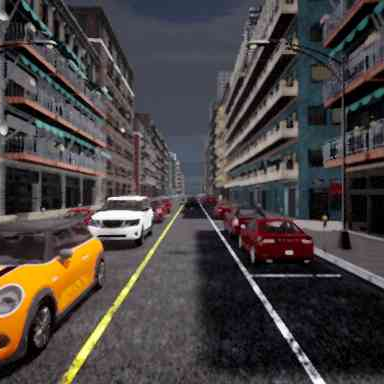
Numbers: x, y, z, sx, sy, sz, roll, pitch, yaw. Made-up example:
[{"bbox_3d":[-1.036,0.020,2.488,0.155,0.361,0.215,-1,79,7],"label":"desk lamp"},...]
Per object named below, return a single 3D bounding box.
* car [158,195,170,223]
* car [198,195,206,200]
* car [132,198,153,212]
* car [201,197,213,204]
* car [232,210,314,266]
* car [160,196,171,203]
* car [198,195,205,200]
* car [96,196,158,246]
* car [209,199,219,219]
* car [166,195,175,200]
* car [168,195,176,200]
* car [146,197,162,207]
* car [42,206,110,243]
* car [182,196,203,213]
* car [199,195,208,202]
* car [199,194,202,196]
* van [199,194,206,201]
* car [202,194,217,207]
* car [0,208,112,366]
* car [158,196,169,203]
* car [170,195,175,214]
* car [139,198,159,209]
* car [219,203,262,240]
[{"bbox_3d":[-3.106,1.338,25.528,2.097,1.767,4.553,0,0,0],"label":"car"},{"bbox_3d":[2.652,1.512,88.762,1.887,1.381,4.507,0,0,0],"label":"car"},{"bbox_3d":[-5.703,1.505,38.891,1.752,1.417,4.829,1,0,0],"label":"car"},{"bbox_3d":[2.666,1.538,61.145,1.947,1.339,4.313,1,0,0],"label":"car"},{"bbox_3d":[2.692,1.538,11.434,1.887,1.381,4.507,1,0,0],"label":"car"},{"bbox_3d":[-5.720,1.520,72.201,2.008,1.369,4.403,1,0,0],"label":"car"},{"bbox_3d":[2.649,1.512,94.286,1.887,1.381,4.507,0,0,0],"label":"car"},{"bbox_3d":[-3.107,1.212,15.667,2.150,2.045,5.566,0,0,0],"label":"car"},{"bbox_3d":[2.683,1.567,28.004,1.802,1.307,4.206,1,0,0],"label":"car"},{"bbox_3d":[-5.729,1.518,88.772,2.008,1.369,4.403,1,0,0],"label":"car"},{"bbox_3d":[-5.732,1.518,94.295,2.008,1.369,4.403,1,0,0],"label":"car"},{"bbox_3d":[-5.709,1.520,50.108,1.887,1.381,4.507,1,0,0],"label":"car"},{"bbox_3d":[-5.692,1.535,16.967,1.887,1.381,4.507,1,0,0],"label":"car"},{"bbox_3d":[-0.018,1.485,37.277,1.837,1.490,4.892,0,0,0],"label":"car"},{"bbox_3d":[2.659,1.408,77.716,1.967,1.590,4.097,1,0,0],"label":"car"},{"bbox_3d":[-0.016,1.327,48.366,2.097,1.767,4.553,0,0,0],"label":"car"},{"bbox_3d":[2.657,1.309,83.239,1.690,1.788,3.998,1,0,0],"label":"van"},{"bbox_3d":[2.674,1.290,50.099,2.192,1.841,5.009,1,0,0],"label":"car"},{"bbox_3d":[-3.098,1.348,6.031,2.097,1.767,4.553,0,0,0],"label":"car"},{"bbox_3d":[-5.717,1.496,66.507,1.752,1.417,4.829,1,0,0],"label":"car"},{"bbox_3d":[-3.077,1.459,35.512,1.882,1.535,5.008,0,0,0],"label":"car"},{"bbox_3d":[-5.706,1.528,44.585,2.008,1.369,4.403,1,0,0],"label":"car"},{"bbox_3d":[2.690,1.430,16.958,1.967,1.590,4.097,1,0,0],"label":"car"}]
